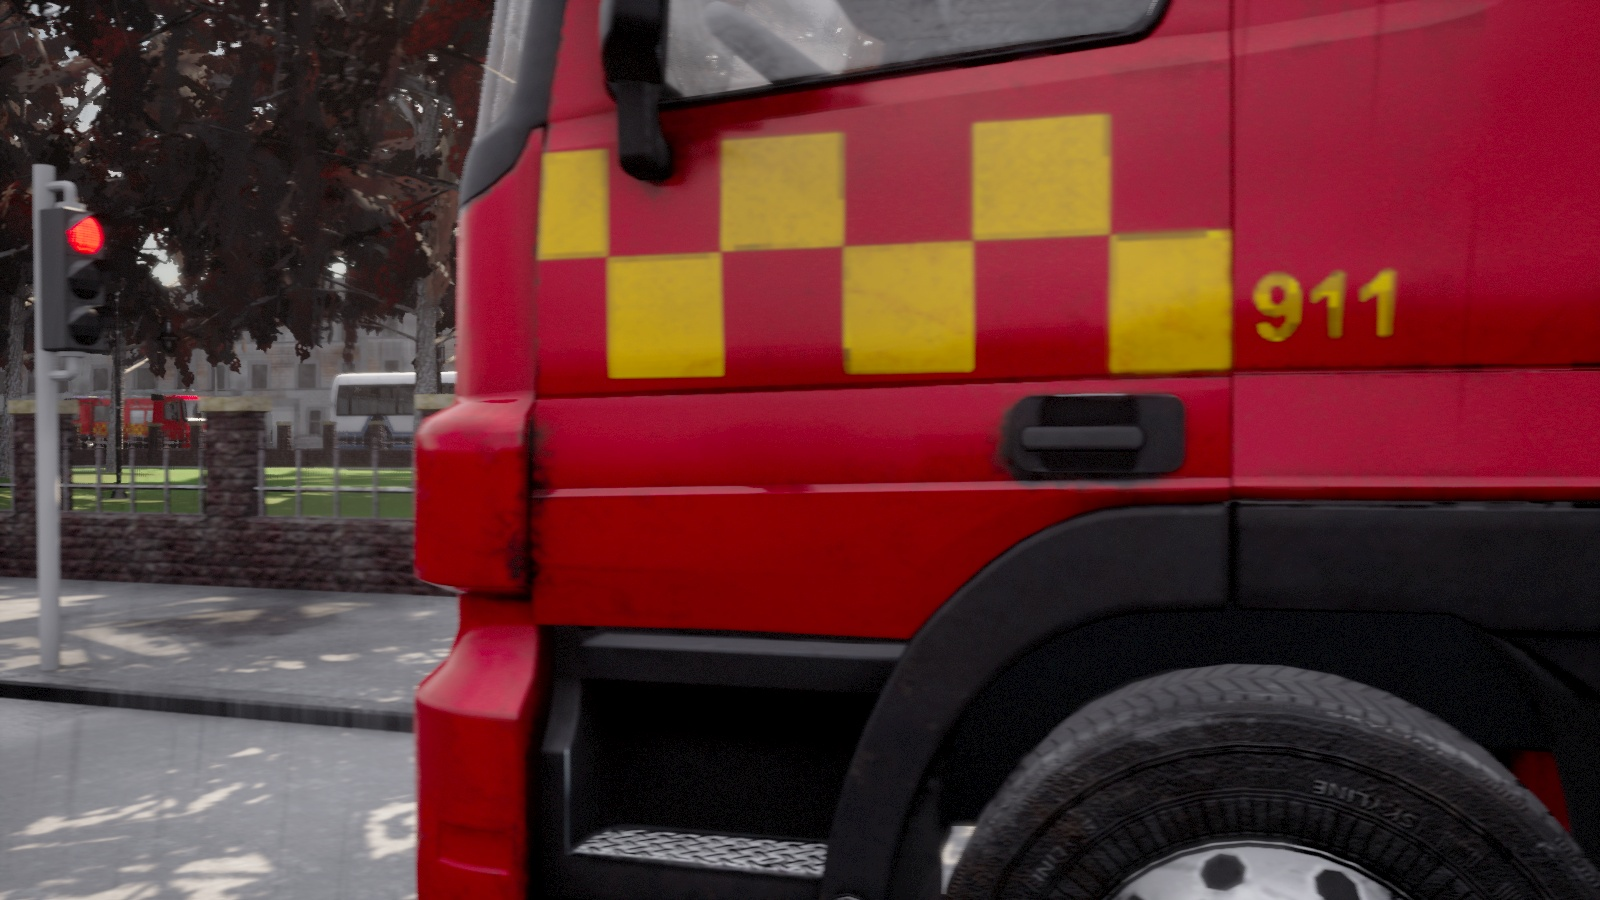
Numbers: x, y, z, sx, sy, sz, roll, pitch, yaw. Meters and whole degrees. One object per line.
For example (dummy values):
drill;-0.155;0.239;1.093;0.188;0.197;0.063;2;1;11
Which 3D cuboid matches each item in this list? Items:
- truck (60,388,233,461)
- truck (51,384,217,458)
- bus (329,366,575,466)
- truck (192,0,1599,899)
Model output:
truck;-32.441;-1.276;62.372;7.936;3.462;2.891;1;1;18
truck;-35.924;-1.558;67.754;8.468;3.827;2.891;1;1;19
bus;-15.722;-1.518;56.770;10.273;4.253;3.944;1;1;19
truck;3.283;-0.369;2.712;8.468;3.827;2.891;0;1;15
